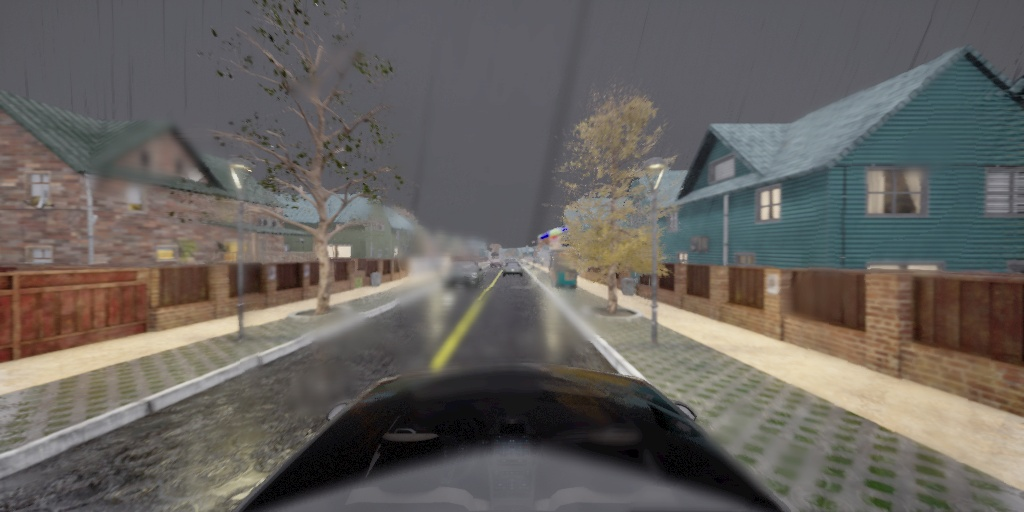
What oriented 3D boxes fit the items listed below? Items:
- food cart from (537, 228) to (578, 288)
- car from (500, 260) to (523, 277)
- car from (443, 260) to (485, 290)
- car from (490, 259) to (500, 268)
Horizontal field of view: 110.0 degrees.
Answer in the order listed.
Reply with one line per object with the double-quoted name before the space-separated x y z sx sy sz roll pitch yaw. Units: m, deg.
"food cart" 3.016 0.199 21.735 2.280 3.560 4.660 0 0 0
"car" 0.073 1.288 35.706 1.994 1.385 4.181 0 0 0
"car" -2.841 1.086 21.925 2.097 1.767 4.553 0 0 0
"car" -2.769 1.187 62.307 1.882 1.535 5.008 0 0 1
